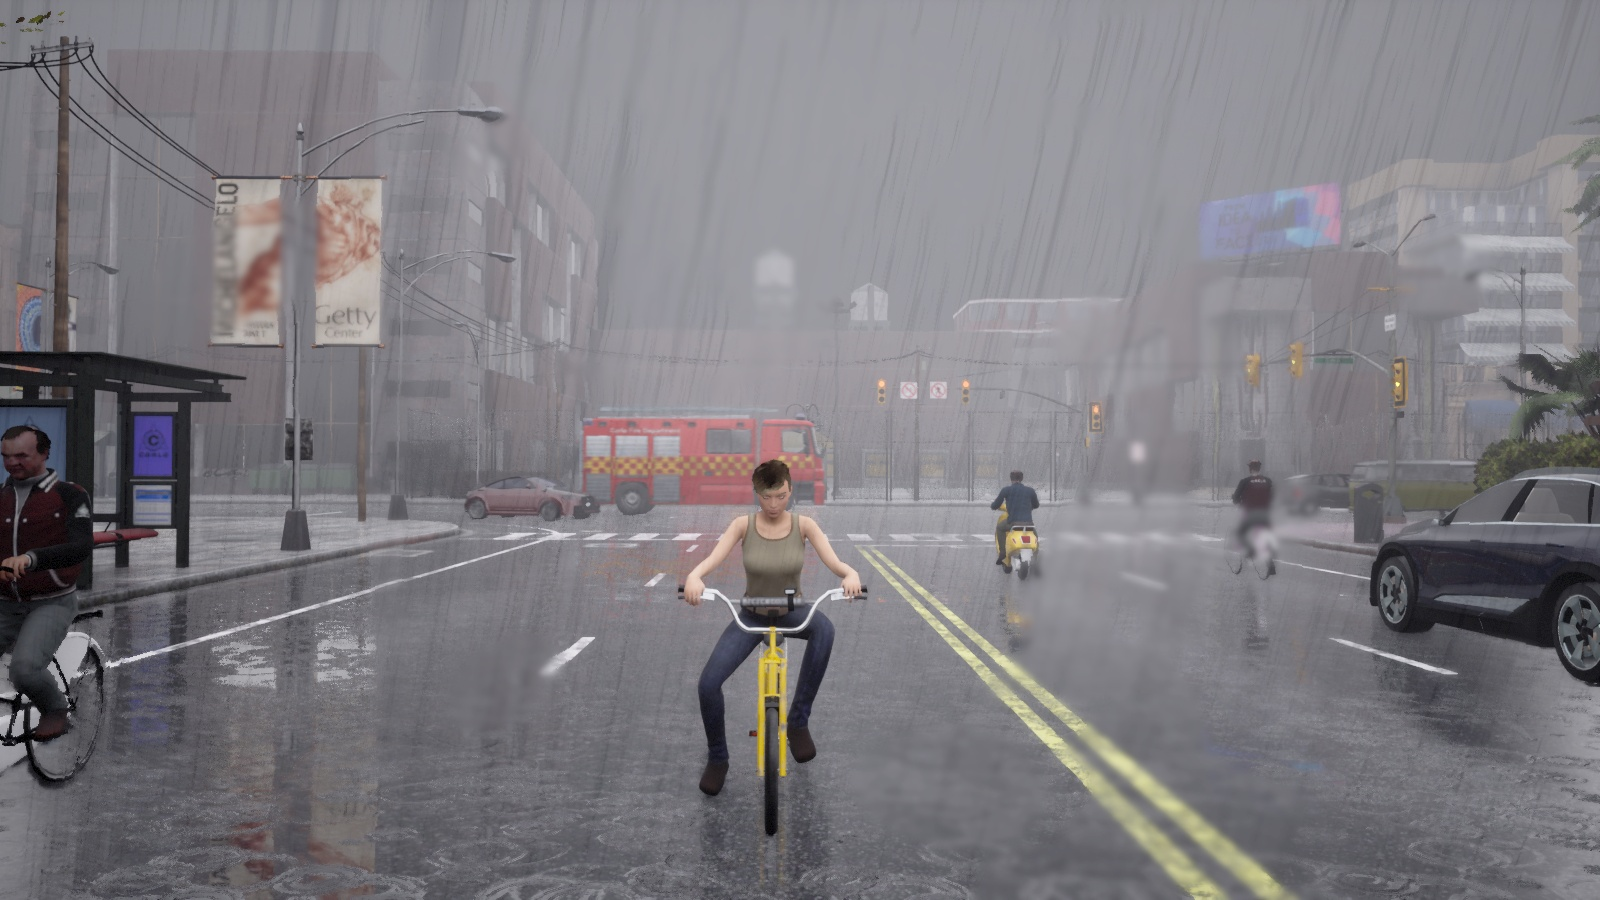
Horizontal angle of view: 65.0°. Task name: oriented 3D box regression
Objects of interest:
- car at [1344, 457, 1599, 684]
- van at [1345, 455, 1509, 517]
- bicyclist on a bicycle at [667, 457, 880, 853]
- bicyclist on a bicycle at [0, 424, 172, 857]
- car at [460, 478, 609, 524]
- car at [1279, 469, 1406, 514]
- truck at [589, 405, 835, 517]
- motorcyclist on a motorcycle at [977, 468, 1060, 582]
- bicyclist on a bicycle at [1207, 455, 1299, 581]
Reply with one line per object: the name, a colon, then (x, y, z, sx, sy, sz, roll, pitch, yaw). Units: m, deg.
car: (6.807, 0.900, 10.864, 2.033, 1.649, 4.856, 0, -1, -1)
van: (20.386, 1.172, 40.978, 4.442, 1.987, 1.775, 0, -1, 4)
bicyclist on a bicycle: (-0.120, 0.850, 5.896, 0.866, 1.612, 1.509, 0, -1, -1)
bicyclist on a bicycle: (-3.621, 0.795, 5.670, 0.659, 1.776, 1.843, 0, -1, -1)
car: (-8.313, 1.571, 39.381, 4.181, 1.385, 1.994, -1, -1, 20)
car: (19.210, 1.463, 44.580, 3.705, 1.549, 1.789, 0, -1, 2)
truck: (-3.031, 0.409, 44.608, 8.468, 3.827, 2.891, 0, -1, 0)
motorcyclist on a motorcycle: (3.196, 1.066, 18.522, 0.866, 1.590, 1.817, 0, -1, -1)
bicyclist on a bicycle: (6.694, 0.971, 18.659, 0.659, 1.776, 1.843, 0, -1, -1)
